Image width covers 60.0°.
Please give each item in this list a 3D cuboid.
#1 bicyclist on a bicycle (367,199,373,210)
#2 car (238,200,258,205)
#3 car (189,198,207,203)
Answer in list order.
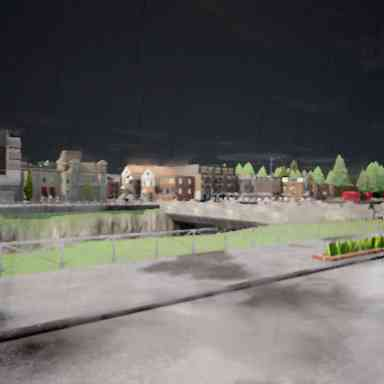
[{"bbox_3d":[24.590,1.789,45.881,1.656,1.620,0.582,0,0,-36],"label":"bicyclist on a bicycle"},{"bbox_3d":[9.917,2.000,59.034,1.895,1.301,4.718,1,0,-36],"label":"car"},{"bbox_3d":[1.095,1.926,64.502,1.994,1.385,4.181,1,0,-35],"label":"car"}]
